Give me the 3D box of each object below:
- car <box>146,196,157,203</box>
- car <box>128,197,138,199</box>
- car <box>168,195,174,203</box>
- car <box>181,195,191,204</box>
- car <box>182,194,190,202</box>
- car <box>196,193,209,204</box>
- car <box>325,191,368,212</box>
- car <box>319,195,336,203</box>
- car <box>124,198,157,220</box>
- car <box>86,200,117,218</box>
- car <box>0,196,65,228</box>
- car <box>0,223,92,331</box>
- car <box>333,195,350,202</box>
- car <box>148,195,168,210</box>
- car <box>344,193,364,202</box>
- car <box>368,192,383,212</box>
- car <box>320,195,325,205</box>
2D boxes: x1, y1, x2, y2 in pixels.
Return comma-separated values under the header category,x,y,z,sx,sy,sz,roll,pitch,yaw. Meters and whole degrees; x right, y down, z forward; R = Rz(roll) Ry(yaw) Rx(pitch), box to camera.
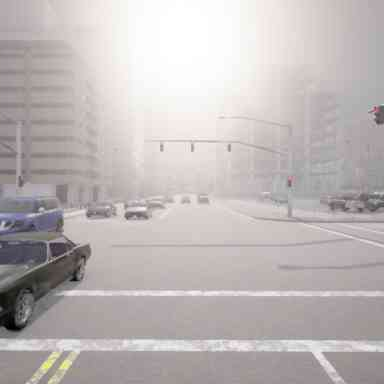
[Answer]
category,x,y,z,sx,sy,sz,roll,pitch,yaw
car,-8.264,1.525,68.099,1.812,1.442,4.674,0,0,0
car,-8.166,1.490,46.070,2.128,1.511,4.902,0,0,0
car,-4.765,1.350,67.411,2.097,1.767,4.553,0,0,0
car,-1.233,1.600,65.383,1.895,1.301,4.718,0,0,0
car,-1.311,1.302,74.454,1.882,1.535,5.008,0,0,0
car,2.273,1.476,64.710,1.882,1.535,5.008,0,0,0
car,16.569,1.153,35.841,1.932,1.855,4.605,0,0,0
car,27.773,1.394,68.412,1.970,1.475,3.806,0,0,0
car,-4.511,1.547,28.700,2.033,1.411,5.357,0,0,-1
car,-8.021,1.504,29.776,1.837,1.490,4.892,0,0,-1
car,-7.415,1.223,14.648,2.150,2.045,5.566,0,0,-3
car,-3.668,1.601,6.977,1.895,1.301,4.718,0,0,-1
car,30.669,1.362,68.426,1.784,1.438,3.905,0,0,0
car,-4.650,1.504,44.177,1.837,1.490,4.892,0,0,0
car,33.352,1.152,68.490,1.932,1.855,4.605,0,0,0
car,19.463,1.155,35.801,1.905,1.878,3.866,0,0,0
car,22.081,1.394,53.281,1.970,1.475,3.806,0,0,0
